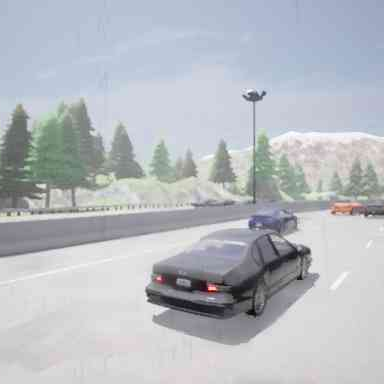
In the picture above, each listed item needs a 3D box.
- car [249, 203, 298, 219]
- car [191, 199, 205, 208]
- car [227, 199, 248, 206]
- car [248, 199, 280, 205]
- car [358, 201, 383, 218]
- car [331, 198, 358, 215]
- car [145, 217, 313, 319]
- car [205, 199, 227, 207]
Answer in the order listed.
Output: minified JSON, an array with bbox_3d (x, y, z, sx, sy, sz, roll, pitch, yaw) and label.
[{"bbox_3d":[4.797,1.589,19.442,1.812,1.442,4.674,0,0,33],"label":"car"},{"bbox_3d":[2.278,1.715,51.016,2.033,1.411,5.357,0,0,44],"label":"car"},{"bbox_3d":[7.780,1.703,46.653,2.033,1.411,5.357,0,0,45],"label":"car"},{"bbox_3d":[9.819,1.652,43.713,1.837,1.490,4.892,0,-1,44],"label":"car"},{"bbox_3d":[17.552,1.591,31.052,2.128,1.511,4.902,0,0,41],"label":"car"},{"bbox_3d":[16.459,1.468,35.081,2.097,1.767,4.553,0,0,42],"label":"car"},{"bbox_3d":[1.239,1.572,7.666,2.033,1.411,5.357,0,0,33],"label":"car"},{"bbox_3d":[4.827,1.707,48.620,2.033,1.411,5.357,0,0,44],"label":"car"}]
